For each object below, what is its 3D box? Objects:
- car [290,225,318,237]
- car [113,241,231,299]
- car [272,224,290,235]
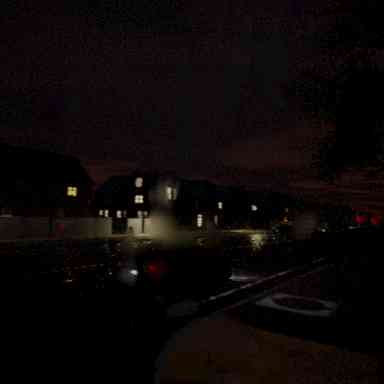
[{"bbox_3d":[15.552,5.238,45.064,2.033,1.411,5.357,-1,-5,35],"label":"car"},{"bbox_3d":[-0.428,2.263,10.482,1.994,1.385,4.181,-1,-5,35],"label":"car"},{"bbox_3d":[12.878,5.222,46.912,2.128,1.511,4.902,-1,-5,35],"label":"car"}]
